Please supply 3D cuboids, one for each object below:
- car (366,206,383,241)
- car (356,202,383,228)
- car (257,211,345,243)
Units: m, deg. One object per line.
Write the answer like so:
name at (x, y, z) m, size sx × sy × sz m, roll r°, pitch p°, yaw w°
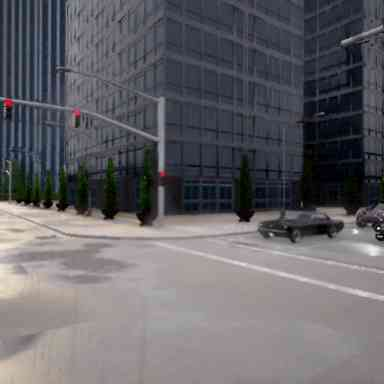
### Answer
car at (10.551, 1.566, 15.802) m, size 4.892 × 1.490 × 1.837 m, roll 0°, pitch 0°, yaw -35°
car at (12.669, 1.436, 21.612) m, size 4.553 × 1.767 × 2.097 m, roll 0°, pitch 0°, yaw -35°
car at (5.422, 1.644, 16.450) m, size 4.718 × 1.301 × 1.895 m, roll 0°, pitch 0°, yaw -35°
